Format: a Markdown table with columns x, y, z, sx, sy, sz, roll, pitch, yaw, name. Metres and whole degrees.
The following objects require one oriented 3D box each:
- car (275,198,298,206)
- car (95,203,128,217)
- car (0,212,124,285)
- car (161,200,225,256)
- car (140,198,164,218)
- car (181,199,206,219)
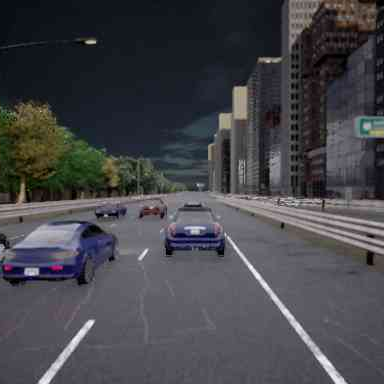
| x | y | z | sx | sy | sz | roll | pitch | yaw | name |
| --- | --- | --- | --- | --- | --- | --- | --- | --- | --- |
| 15.921 | 1.729 | 56.719 | 1.895 | 1.301 | 4.718 | 0 | 0 | -18 | car |
| -6.894 | 1.600 | 28.907 | 1.895 | 1.301 | 4.718 | 0 | 0 | 0 | car |
| -3.399 | 1.524 | 9.356 | 1.812 | 1.442 | 4.674 | 0 | 0 | 0 | car |
| 0.104 | 1.350 | 13.285 | 2.097 | 1.767 | 4.553 | 0 | 0 | 0 | car |
| -3.392 | 1.351 | 30.102 | 2.097 | 1.767 | 4.553 | 0 | 0 | 0 | car |
| 0.108 | 1.491 | 30.338 | 2.128 | 1.511 | 4.902 | 0 | 0 | 0 | car |
